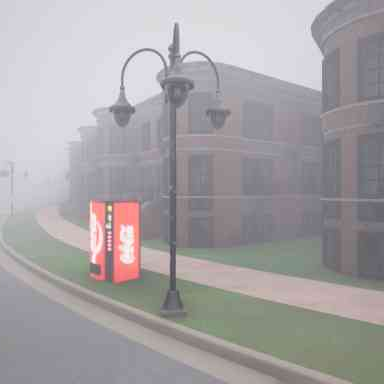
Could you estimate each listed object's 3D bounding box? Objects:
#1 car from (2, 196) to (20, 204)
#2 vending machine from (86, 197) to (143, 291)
[{"bbox_3d":[-33.907,1.521,62.412,2.128,1.511,4.902,0,0,-9],"label":"car"},{"bbox_3d":[-1.923,1.195,8.276,1.100,2.100,0.880,0,0,-44],"label":"vending machine"}]
